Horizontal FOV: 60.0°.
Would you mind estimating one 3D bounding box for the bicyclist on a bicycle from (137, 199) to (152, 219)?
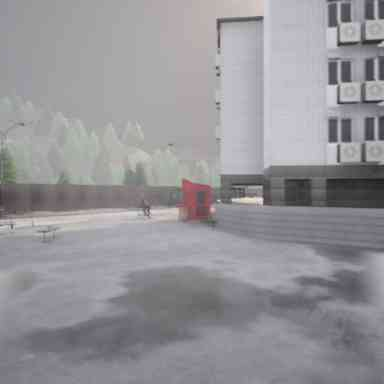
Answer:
[{"bbox_3d":[-3.884,1.384,26.897,1.656,1.620,0.582,0,0,35],"label":"bicyclist on a bicycle"}]

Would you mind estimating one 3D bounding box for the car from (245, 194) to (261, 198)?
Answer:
[{"bbox_3d":[9.549,1.264,52.975,2.150,2.045,5.566,0,0,36],"label":"car"}]
